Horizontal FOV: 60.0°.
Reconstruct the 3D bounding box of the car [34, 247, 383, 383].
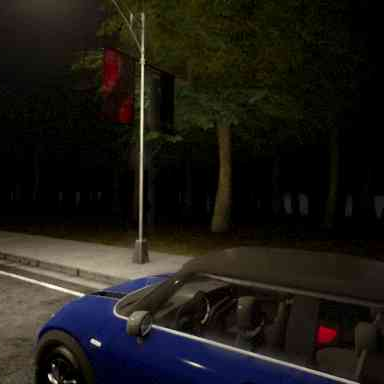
[{"bbox_3d":[0.497,1.352,3.202,4.553,1.767,2.097,0,0,35],"label":"car"}]
